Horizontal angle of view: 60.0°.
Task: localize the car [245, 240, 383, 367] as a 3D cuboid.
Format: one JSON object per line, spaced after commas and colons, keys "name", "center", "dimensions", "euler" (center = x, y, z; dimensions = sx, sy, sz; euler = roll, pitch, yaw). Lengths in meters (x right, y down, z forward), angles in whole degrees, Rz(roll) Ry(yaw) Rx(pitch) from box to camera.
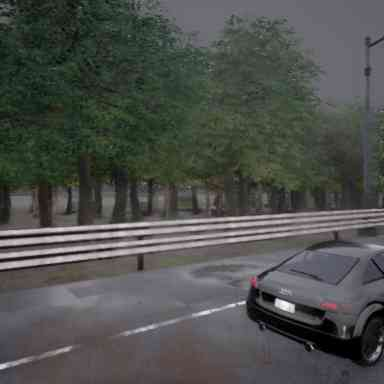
{"name": "car", "center": [2.935, 1.567, 5.839], "dimensions": [4.181, 1.385, 1.994], "euler": [0, 0, -36]}
